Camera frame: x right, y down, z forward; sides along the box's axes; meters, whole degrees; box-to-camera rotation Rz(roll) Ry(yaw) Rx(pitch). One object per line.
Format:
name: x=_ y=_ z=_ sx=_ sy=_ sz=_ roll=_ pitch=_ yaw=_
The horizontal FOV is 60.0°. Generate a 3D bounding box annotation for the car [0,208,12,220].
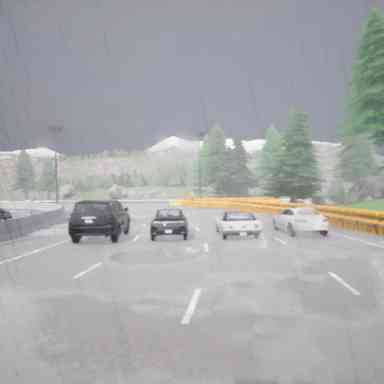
car: x=-16.795 y=2.050 z=28.185 sx=1.994 sy=1.385 sz=4.181 roll=-1 pitch=0 yaw=-14

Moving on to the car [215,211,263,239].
car: x=2.329 y=1.670 z=17.747 sx=1.895 sy=1.301 sz=4.718 roll=-1 pitch=0 yaw=-2

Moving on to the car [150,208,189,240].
car: x=-1.189 y=1.629 z=17.845 sx=2.128 sy=1.511 sz=4.902 roll=-1 pitch=0 yaw=-2

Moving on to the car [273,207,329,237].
car: x=5.811 y=1.526 z=18.128 sx=1.812 sy=1.442 sz=4.674 roll=-1 pitch=0 yaw=-2

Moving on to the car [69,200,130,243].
car: x=-4.669 y=1.413 z=17.472 sx=2.150 sy=2.045 sz=5.566 roll=-1 pitch=0 yaw=-2
